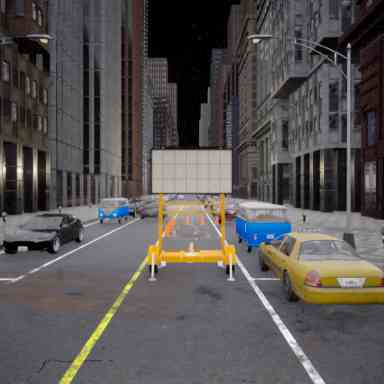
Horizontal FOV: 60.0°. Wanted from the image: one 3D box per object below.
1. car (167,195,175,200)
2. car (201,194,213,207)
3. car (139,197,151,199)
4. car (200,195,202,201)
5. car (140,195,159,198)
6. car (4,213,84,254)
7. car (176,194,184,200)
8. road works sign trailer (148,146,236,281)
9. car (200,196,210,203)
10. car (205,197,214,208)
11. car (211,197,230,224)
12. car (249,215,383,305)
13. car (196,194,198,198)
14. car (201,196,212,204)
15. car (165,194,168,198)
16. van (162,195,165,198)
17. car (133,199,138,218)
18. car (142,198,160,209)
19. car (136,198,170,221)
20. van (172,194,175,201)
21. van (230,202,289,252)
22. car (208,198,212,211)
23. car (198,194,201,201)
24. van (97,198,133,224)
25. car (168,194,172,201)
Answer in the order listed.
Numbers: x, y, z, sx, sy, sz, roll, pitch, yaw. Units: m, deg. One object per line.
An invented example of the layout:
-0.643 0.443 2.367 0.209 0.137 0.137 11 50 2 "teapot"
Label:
-5.799 1.568 92.429 2.008 1.369 4.403 0 0 0 "car"
2.742 1.446 47.349 1.967 1.590 4.097 0 0 0 "car"
-5.778 1.570 36.063 1.947 1.339 4.313 0 0 0 "car"
2.741 1.573 52.986 1.947 1.339 4.313 0 0 0 "car"
-5.781 1.320 41.699 2.192 1.841 5.009 0 0 0 "car"
-5.770 1.566 13.516 1.947 1.339 4.313 0 0 0 "car"
-3.033 1.543 89.794 1.812 1.442 4.674 0 0 0 "car"
-0.004 0.464 9.846 2.380 3.560 2.880 0 0 0 "road works sign trailer"
2.734 1.576 69.895 1.947 1.339 4.313 0 0 0 "car"
2.747 1.555 36.077 2.008 1.369 4.403 0 0 0 "car"
2.750 1.442 24.804 1.967 1.590 4.097 0 0 0 "car"
2.757 1.525 8.065 1.752 1.417 4.829 0 0 0 "car"
2.730 1.453 81.167 1.967 1.590 4.097 0 0 0 "car"
2.736 1.554 64.259 1.887 1.381 4.507 0 0 0 "car"
-5.787 1.448 58.610 1.967 1.590 4.097 0 0 0 "car"
-5.785 1.348 52.973 1.690 1.788 3.998 0 0 0 "van"
-5.776 1.569 30.426 1.947 1.339 4.313 0 0 0 "car"
-5.782 1.550 47.336 1.887 1.381 4.507 0 0 0 "car"
-3.109 1.507 27.662 1.837 1.490 4.892 0 0 0 "car"
-5.796 1.354 81.156 1.690 1.788 3.998 0 0 0 "van"
2.754 1.342 13.531 1.690 1.788 3.998 0 0 0 "van"
2.749 1.528 30.610 1.752 1.417 4.829 0 0 0 "car"
2.738 1.323 58.622 2.192 1.841 5.009 0 0 0 "car"
-5.775 1.343 24.789 1.690 1.788 3.998 0 0 0 "van"
-5.791 1.450 69.883 1.967 1.590 4.097 0 0 0 "car"
